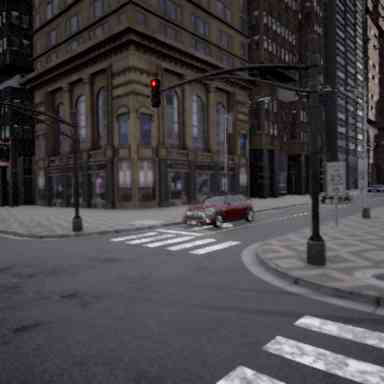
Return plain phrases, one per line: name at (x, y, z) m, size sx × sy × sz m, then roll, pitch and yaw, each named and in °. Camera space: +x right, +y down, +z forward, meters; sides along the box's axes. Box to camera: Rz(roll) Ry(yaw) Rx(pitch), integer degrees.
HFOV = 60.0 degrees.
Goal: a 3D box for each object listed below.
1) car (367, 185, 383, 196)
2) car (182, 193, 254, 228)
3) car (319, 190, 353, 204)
car at (25.688, -0.286, 46.062) m, size 1.895 × 1.301 × 4.718 m, roll 0°, pitch 2°, yaw 41°
car at (1.517, 0.903, 18.531) m, size 2.097 × 1.767 × 4.553 m, roll 0°, pitch 2°, yaw 41°
car at (14.652, 0.423, 33.569) m, size 2.033 × 1.411 × 5.357 m, roll 0°, pitch 2°, yaw 41°
